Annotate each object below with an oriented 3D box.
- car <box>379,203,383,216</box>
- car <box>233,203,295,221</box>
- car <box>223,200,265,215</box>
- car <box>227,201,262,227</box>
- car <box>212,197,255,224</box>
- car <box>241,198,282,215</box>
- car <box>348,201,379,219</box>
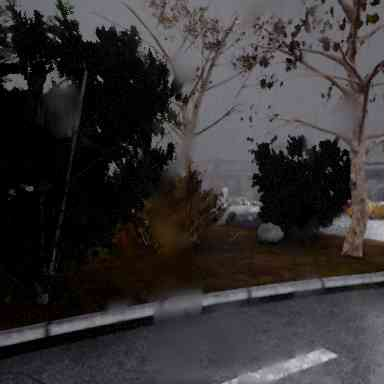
[{"bbox_3d":[17.711,1.380,27.349,4.553,1.767,2.185,0,-1,-39],"label":"car"},{"bbox_3d":[6.384,1.751,29.931,2.033,1.411,5.357,0,-1,-38],"label":"car"},{"bbox_3d":[6.572,1.904,41.606,5.366,1.575,1.946,0,-2,-39],"label":"car"},{"bbox_3d":[5.152,1.607,23.445,4.892,1.521,2.231,0,-1,-39],"label":"car"},{"bbox_3d":[3.415,1.406,25.638,5.566,2.045,2.435,0,-1,-39],"label":"car"},{"bbox_3d":[8.220,1.695,39.194,4.553,1.767,2.185,0,-2,-39],"label":"car"},{"bbox_3d":[15.830,1.556,29.728,5.008,1.535,2.097,0,-1,-39],"label":"car"}]
